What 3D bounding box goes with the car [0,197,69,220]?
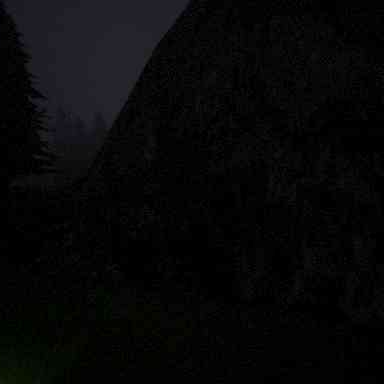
[{"bbox_3d":[-11.363,1.069,23.242,2.033,1.411,5.357,0,2,33],"label":"car"}]
